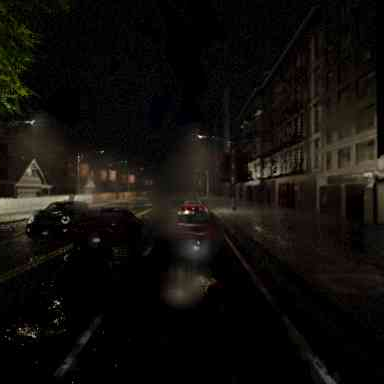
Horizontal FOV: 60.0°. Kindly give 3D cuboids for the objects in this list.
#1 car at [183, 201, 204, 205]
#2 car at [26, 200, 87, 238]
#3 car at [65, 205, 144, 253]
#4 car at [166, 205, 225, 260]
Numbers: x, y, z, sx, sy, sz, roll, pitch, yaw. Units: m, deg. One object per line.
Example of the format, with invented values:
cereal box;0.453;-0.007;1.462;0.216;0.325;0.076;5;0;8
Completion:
car;0.101;1.450;30.009;1.895;1.301;4.718;0;0;0
car;-6.597;1.271;17.185;2.097;1.767;4.553;0;0;0
car;-3.150;1.414;13.397;1.882;1.535;5.008;0;0;0
car;0.100;1.434;12.119;2.128;1.511;4.902;0;0;0
